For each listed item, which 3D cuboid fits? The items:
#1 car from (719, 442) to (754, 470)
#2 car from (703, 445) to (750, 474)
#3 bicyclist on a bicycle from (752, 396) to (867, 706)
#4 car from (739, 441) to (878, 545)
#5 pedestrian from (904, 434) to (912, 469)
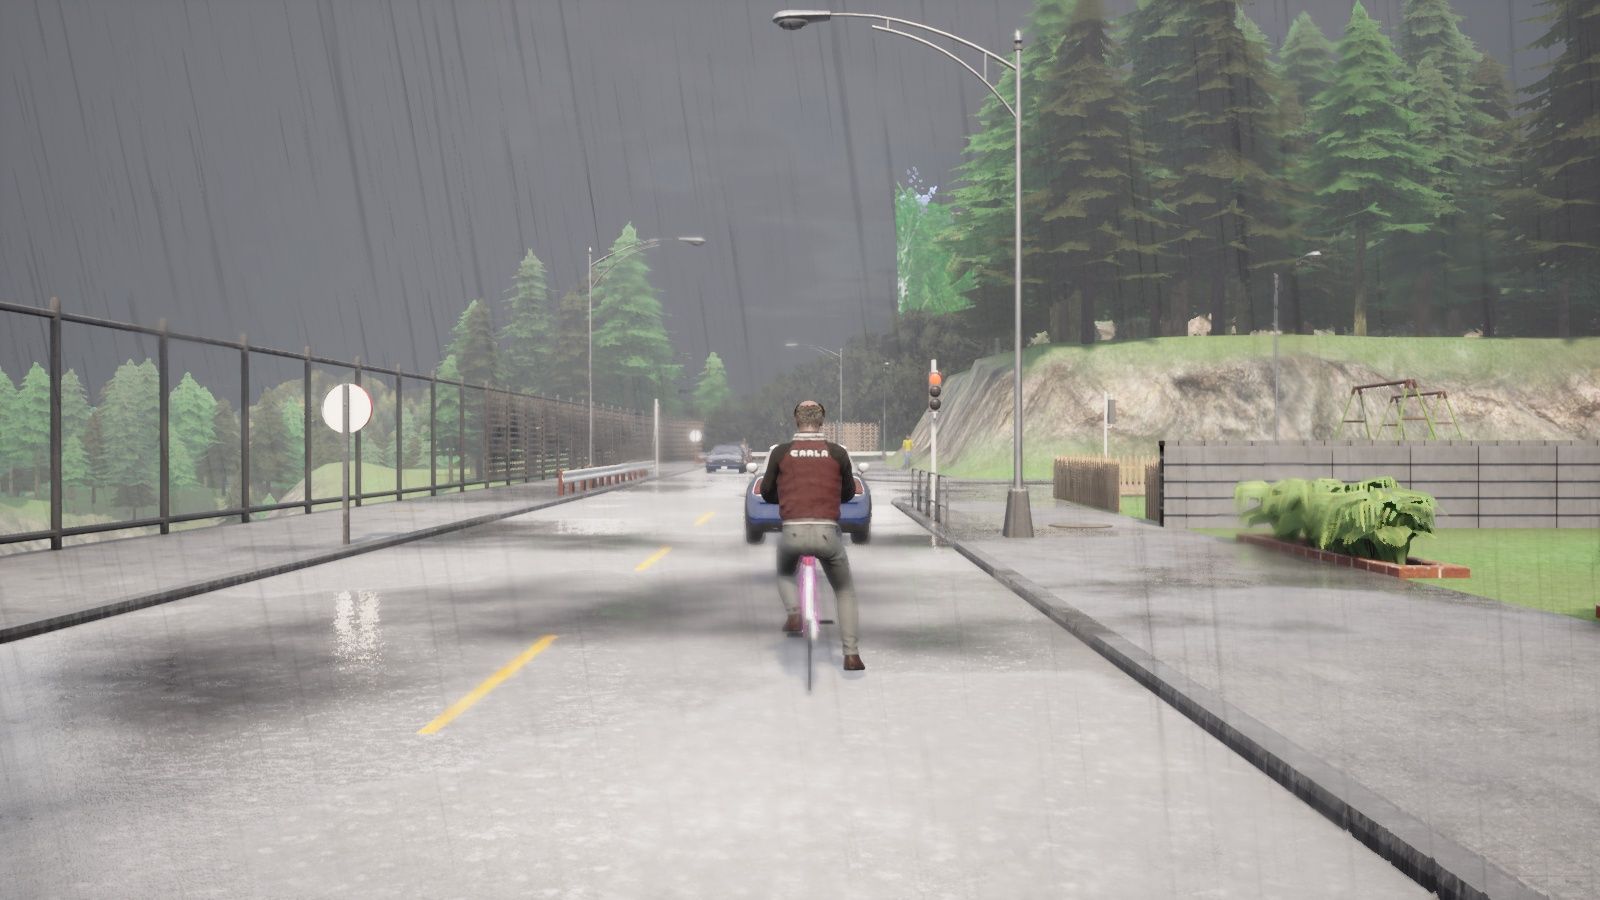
[{"bbox_3d":[-3.590,0.315,71.641,1.789,1.549,3.705,0,0,0],"label":"car"},{"bbox_3d":[-3.607,0.436,62.518,2.033,1.411,5.357,0,0,0],"label":"car"},{"bbox_3d":[0.060,0.571,8.119,0.659,1.776,1.843,0,1,0],"label":"bicyclist on a bicycle"},{"bbox_3d":[0.125,0.600,19.747,1.970,1.475,3.806,0,0,0],"label":"car"},{"bbox_3d":[5.655,0.086,65.915,0.354,1.836,0.706,0,0,0],"label":"pedestrian"}]
